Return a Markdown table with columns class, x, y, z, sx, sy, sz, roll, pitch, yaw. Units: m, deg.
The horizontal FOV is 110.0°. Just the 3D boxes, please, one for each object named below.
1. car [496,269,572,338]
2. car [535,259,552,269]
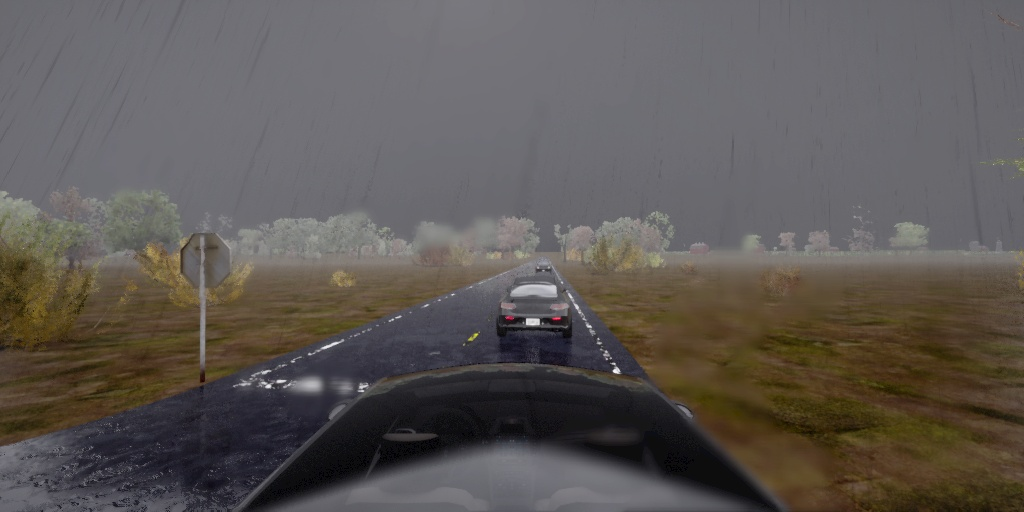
| class | x | y | z | sx | sy | sz | roll | pitch | yaw |
| --- | --- | --- | --- | --- | --- | --- | --- | --- | --- |
| car | 0.673 | 1.276 | 10.142 | 1.812 | 1.442 | 4.674 | 0 | 0 | 5 |
| car | 3.758 | 1.348 | 42.429 | 1.895 | 1.301 | 4.718 | 0 | 0 | 6 |
